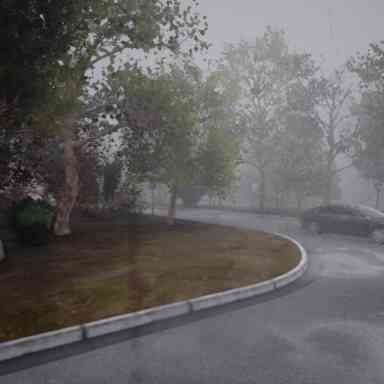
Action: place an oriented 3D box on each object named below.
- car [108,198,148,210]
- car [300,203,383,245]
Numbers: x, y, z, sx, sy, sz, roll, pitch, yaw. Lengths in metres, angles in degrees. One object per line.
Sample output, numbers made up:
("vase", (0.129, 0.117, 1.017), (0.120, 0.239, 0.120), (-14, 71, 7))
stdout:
("car", (-6.347, 0.914, 32.347), (4.892, 1.490, 1.837), (2, -2, 36))
("car", (7.092, 1.294, 14.512), (1.837, 1.490, 4.892), (1, 0, -36))
